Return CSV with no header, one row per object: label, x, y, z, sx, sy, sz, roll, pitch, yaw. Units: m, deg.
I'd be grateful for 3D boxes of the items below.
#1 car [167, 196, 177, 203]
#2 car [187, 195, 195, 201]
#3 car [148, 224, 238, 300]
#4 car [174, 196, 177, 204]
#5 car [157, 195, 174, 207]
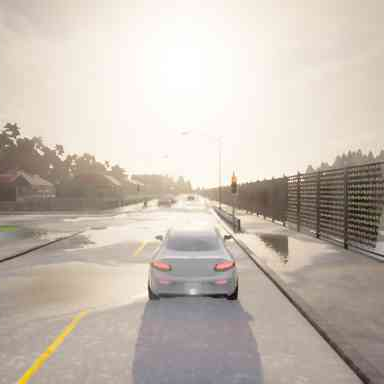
car,-4.225,1.515,71.625,1.812,1.442,4.674,0,0,0
car,-0.275,1.467,86.366,1.882,1.535,5.008,0,0,0
car,0.029,1.525,8.243,1.812,1.442,4.674,0,0,0
car,-4.257,1.344,61.712,2.097,1.767,4.553,0,0,0
car,-4.256,1.471,51.782,1.882,1.535,5.008,0,0,0
